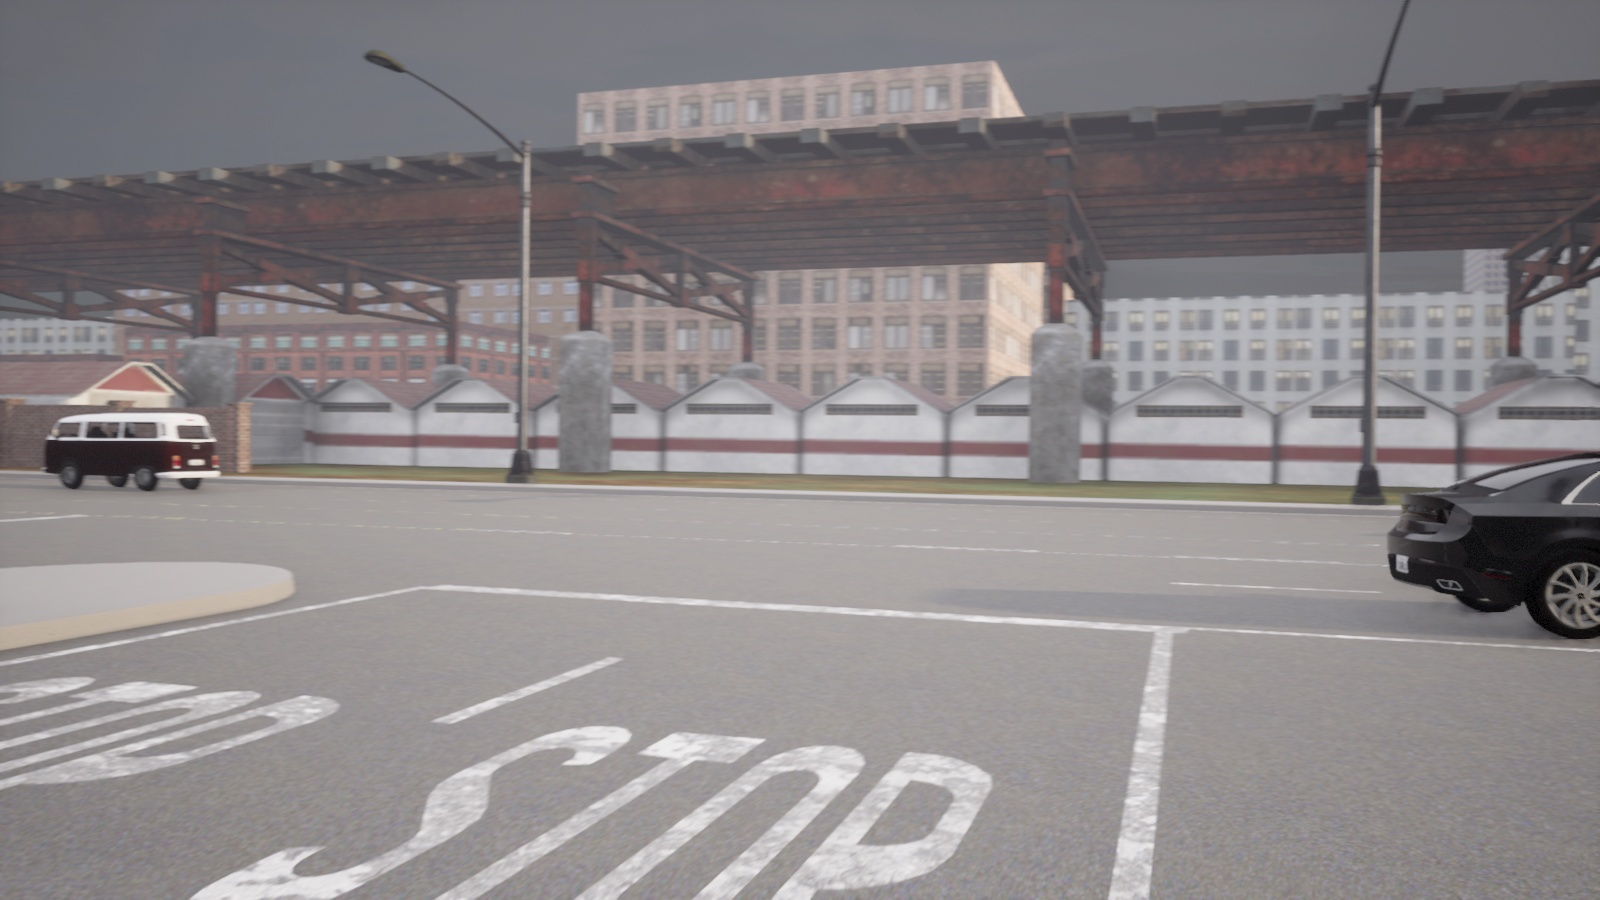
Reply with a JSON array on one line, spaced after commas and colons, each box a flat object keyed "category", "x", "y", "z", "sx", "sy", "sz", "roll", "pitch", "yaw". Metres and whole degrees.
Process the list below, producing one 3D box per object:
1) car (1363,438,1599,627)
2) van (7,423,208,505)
[{"category": "car", "x": 7.650, "y": 0.646, "z": 10.685, "sx": 4.892, "sy": 1.490, "sz": 1.837, "roll": 0, "pitch": 0, "yaw": 6}, {"category": "van", "x": -18.191, "y": 0.350, "z": 33.055, "sx": 4.480, "sy": 2.038, "sz": 2.069, "roll": 0, "pitch": 0, "yaw": 17}]
